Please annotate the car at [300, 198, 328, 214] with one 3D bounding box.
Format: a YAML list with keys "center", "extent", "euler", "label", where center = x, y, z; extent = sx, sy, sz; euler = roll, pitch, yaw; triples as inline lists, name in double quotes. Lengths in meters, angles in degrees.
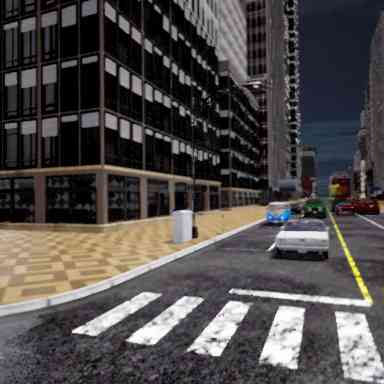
- center: [12.923, 1.659, 34.803]
  extent: [2.150, 2.045, 5.566]
  euler: [-1, -1, 22]
  label: "car"

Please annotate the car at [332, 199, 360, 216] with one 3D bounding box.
- center: [17.827, 1.931, 38.737]
  extent: [2.128, 1.511, 4.902]
  euler: [-1, -1, 22]
  label: "car"

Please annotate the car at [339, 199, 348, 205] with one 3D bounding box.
- center: [39.126, 2.528, 85.838]
  extent: [1.947, 1.339, 4.313]
  euler: [-1, -1, 21]
  label: "car"

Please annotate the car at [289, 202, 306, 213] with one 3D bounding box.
- center: [15.161, 2.184, 47.632]
  extent: [2.008, 1.369, 4.403]
  euler: [-1, -1, 21]
  label: "car"

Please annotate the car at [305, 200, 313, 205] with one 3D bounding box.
- center: [31.324, 2.708, 88.891]
  extent: [1.802, 1.307, 4.206]
  euler: [-1, -1, 21]
  label: "car"

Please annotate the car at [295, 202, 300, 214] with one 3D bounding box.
- center: [13.141, 2.137, 42.475]
  extent: [1.947, 1.339, 4.313]
  euler: [-1, -1, 21]
  label: "car"

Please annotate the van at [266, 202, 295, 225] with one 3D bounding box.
- center: [7.078, 1.725, 27.007]
  extent: [1.690, 1.788, 3.998]
  euler: [-1, -1, 21]
  label: "van"

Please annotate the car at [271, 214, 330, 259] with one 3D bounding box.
- center: [4.637, 1.784, 13.675]
  extent: [1.895, 1.301, 4.718]
  euler: [-1, -1, 21]
  label: "car"

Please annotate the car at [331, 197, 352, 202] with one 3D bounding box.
- center: [21.590, 1.778, 48.475]
  extent: [2.150, 2.045, 5.566]
  euler: [-1, -1, 21]
  label: "car"

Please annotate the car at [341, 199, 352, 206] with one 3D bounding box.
- center: [33.462, 2.283, 72.297]
  extent: [1.882, 1.535, 5.008]
  euler: [-1, -1, 21]
  label: "car"

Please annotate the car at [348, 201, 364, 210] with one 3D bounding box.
- center: [27.005, 2.159, 54.894]
  extent: [1.947, 1.339, 4.313]
  euler: [-1, -1, 21]
  label: "car"

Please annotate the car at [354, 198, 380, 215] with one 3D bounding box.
- center: [20.941, 1.722, 39.425]
  extent: [2.192, 1.841, 5.009]
  euler: [-1, -1, 21]
  label: "car"

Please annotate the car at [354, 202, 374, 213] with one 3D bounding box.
- center: [22.963, 2.014, 44.579]
  extent: [1.887, 1.381, 4.507]
  euler: [-1, -1, 21]
  label: "car"

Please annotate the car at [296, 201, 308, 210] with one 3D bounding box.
- center: [19.203, 2.339, 57.947]
  extent: [1.802, 1.307, 4.206]
  euler: [-1, -1, 21]
  label: "car"

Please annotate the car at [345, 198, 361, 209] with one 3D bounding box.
- center: [29.023, 1.969, 60.055]
  extent: [2.192, 1.841, 5.009]
  euler: [-1, -1, 21]
  label: "car"
